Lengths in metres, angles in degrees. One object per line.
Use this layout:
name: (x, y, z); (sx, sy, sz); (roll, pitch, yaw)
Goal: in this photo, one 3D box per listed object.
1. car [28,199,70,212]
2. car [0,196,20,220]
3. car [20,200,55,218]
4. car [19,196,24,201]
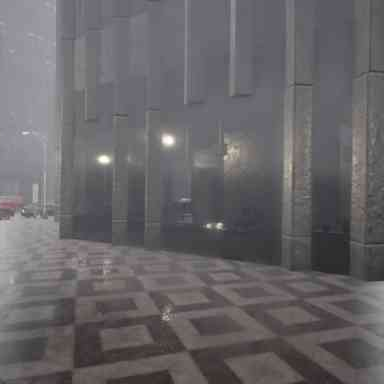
car: (-17.501, 1.628, 40.885); (1.947, 1.339, 4.313); (1, 0, 35)
car: (-17.107, 1.459, 26.738); (2.192, 1.841, 5.009); (1, 0, 35)
car: (-13.836, 1.738, 31.337); (1.947, 1.339, 4.313); (1, 0, 35)
car: (-20.771, 1.348, 36.288); (2.192, 1.841, 5.009); (1, 0, 35)
